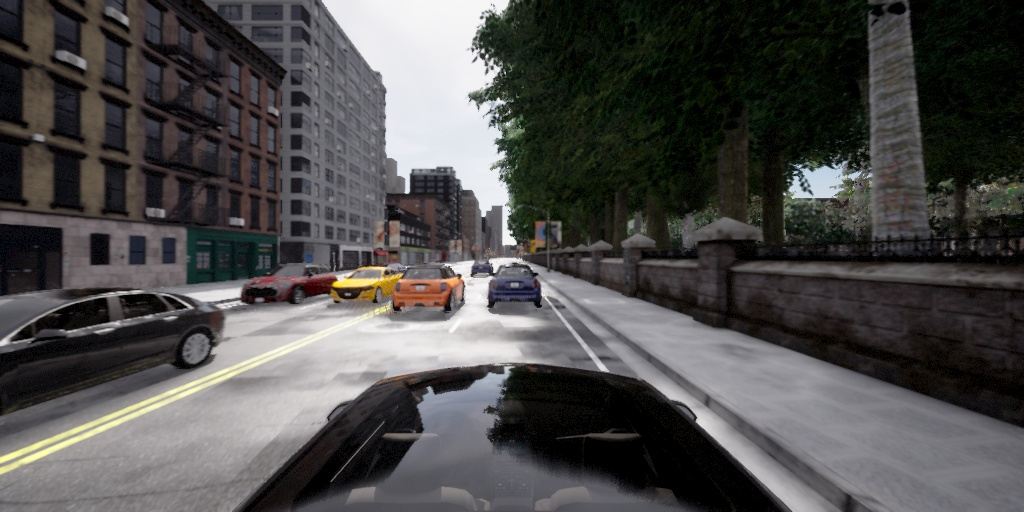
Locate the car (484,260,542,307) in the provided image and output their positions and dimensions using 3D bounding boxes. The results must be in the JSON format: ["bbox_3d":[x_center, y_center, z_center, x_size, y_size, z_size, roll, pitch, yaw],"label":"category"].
[{"bbox_3d":[0.101,1.128,15.726,2.097,1.767,4.553,0,0,0],"label":"car"}]

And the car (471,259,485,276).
[{"bbox_3d":[-3.147,1.166,38.584,2.097,1.767,4.553,0,0,0],"label":"car"}]

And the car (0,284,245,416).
[{"bbox_3d":[-6.585,1.263,5.079,1.837,1.490,4.892,0,0,0],"label":"car"}]

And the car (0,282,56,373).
[{"bbox_3d":[-9.838,1.247,4.450,2.128,1.511,4.902,0,0,0],"label":"car"}]

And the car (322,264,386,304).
[{"bbox_3d":[-6.559,1.257,16.855,1.882,1.535,5.008,0,0,0],"label":"car"}]

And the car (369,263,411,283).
[{"bbox_3d":[-9.807,1.326,29.174,1.812,1.442,4.674,0,0,0],"label":"car"}]

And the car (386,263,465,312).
[{"bbox_3d":[-3.149,1.127,14.434,2.097,1.767,4.553,0,0,0],"label":"car"}]

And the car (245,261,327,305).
[{"bbox_3d":[-9.815,1.131,16.206,2.097,1.767,4.553,0,0,0],"label":"car"}]
